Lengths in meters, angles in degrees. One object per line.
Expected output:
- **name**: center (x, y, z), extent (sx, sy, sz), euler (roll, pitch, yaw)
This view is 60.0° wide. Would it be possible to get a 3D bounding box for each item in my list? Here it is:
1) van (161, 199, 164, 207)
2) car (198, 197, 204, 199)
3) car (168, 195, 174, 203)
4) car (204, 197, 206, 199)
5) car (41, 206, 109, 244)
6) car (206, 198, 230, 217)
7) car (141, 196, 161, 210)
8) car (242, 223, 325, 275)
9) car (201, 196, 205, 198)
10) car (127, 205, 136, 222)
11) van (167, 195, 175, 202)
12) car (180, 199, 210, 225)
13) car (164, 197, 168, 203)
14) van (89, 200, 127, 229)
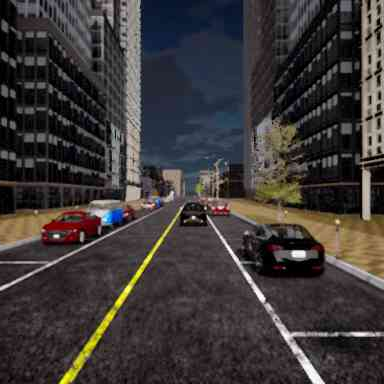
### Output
- **van**: center (-5.681, 1.548, 50.336), extent (1.690, 1.788, 3.998), euler (0, 0, 0)
- **car**: center (0.104, 1.680, 42.219), extent (2.163, 1.488, 4.792), euler (0, 0, 0)
- **car**: center (-5.680, 1.839, 78.624), extent (1.752, 1.417, 4.829), euler (0, 0, 0)
- **car**: center (2.698, 1.767, 44.627), extent (1.802, 1.307, 4.206), euler (0, 0, 0)
- **car**: center (-5.685, 1.615, 16.181), extent (1.887, 1.381, 4.507), euler (0, 0, 0)
- **car**: center (2.698, 1.581, 33.243), extent (1.967, 1.590, 4.097), euler (0, 0, 0)
- **car**: center (-5.682, 1.625, 44.642), extent (1.967, 1.590, 4.097), euler (0, 0, 0)
- **car**: center (2.695, 1.612, 10.476), extent (1.947, 1.339, 4.313), euler (0, 0, 0)
- **car**: center (2.698, 1.733, 50.489), extent (1.752, 1.417, 4.829), euler (0, 0, 0)
- **car**: center (-5.684, 1.700, 27.566), extent (1.802, 1.307, 4.206), euler (0, 0, 0)
- **van**: center (-5.678, 1.696, 90.180), extent (1.690, 1.788, 3.998), euler (0, 0, 0)
- **car**: center (0.101, 1.585, 25.043), extent (1.882, 1.535, 5.008), euler (0, 0, 0)
- **car**: center (-5.682, 1.795, 56.027), extent (1.947, 1.339, 4.313), euler (0, 0, 0)
- **van**: center (-5.684, 1.435, 21.875), extent (1.690, 1.788, 3.998), euler (0, 0, 0)
